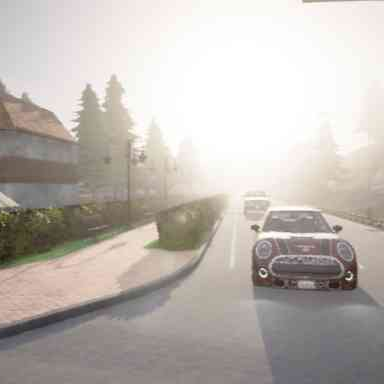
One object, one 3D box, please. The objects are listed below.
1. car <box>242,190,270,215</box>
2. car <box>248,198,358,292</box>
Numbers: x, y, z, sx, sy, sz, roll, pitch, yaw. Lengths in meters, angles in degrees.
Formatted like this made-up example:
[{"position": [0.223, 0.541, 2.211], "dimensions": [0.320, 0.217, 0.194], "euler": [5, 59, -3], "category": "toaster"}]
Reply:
[{"position": [5.589, 0.834, 29.268], "dimensions": [2.150, 2.045, 5.566], "euler": [-1, 1, 8], "category": "car"}, {"position": [2.625, 1.174, 8.609], "dimensions": [2.097, 1.767, 4.553], "euler": [-1, 0, 11], "category": "car"}]
